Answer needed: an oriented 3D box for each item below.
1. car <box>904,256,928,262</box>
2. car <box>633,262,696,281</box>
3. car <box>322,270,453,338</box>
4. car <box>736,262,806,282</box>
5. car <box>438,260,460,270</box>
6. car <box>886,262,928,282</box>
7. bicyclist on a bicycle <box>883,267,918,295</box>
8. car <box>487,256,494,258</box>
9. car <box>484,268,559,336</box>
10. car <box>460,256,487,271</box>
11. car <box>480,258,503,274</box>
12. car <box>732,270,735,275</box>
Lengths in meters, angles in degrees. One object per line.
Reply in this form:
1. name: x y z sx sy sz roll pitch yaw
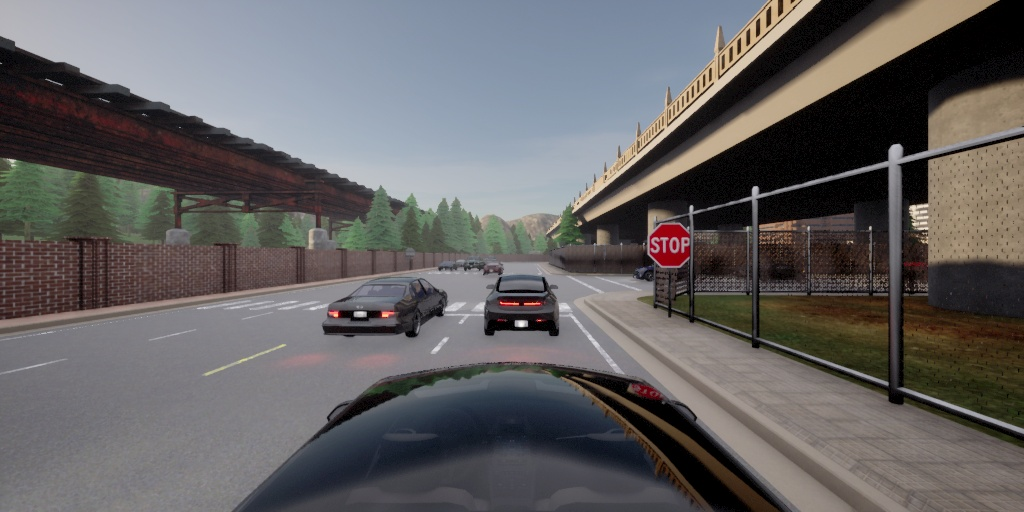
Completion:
1. car: 36.451 0.974 31.517 5.566 2.045 2.150 0 0 2
2. car: 12.166 1.102 28.868 4.553 1.767 2.097 0 0 2
3. car: -3.193 1.297 10.201 2.033 1.411 5.357 0 0 1
4. car: 20.801 1.314 28.564 4.181 1.385 1.994 0 0 2
5. car: -8.609 1.297 48.759 2.033 1.411 5.357 0 0 3
6. car: 32.778 1.351 28.149 4.718 1.301 1.895 0 0 2
7. bicyclist on a bicycle: 19.085 1.051 17.639 0.582 1.620 1.656 0 0 2
8. car: -4.673 1.102 58.421 2.097 1.767 4.553 0 0 3
9. car: 0.291 1.255 10.381 1.837 1.490 4.892 0 0 2
10. car: -5.107 0.971 48.782 2.150 2.045 5.566 0 0 3
11. car: -1.932 1.276 38.037 1.812 1.442 4.674 0 0 3
12. car: 22.306 1.255 32.016 4.892 1.490 1.837 0 0 2
